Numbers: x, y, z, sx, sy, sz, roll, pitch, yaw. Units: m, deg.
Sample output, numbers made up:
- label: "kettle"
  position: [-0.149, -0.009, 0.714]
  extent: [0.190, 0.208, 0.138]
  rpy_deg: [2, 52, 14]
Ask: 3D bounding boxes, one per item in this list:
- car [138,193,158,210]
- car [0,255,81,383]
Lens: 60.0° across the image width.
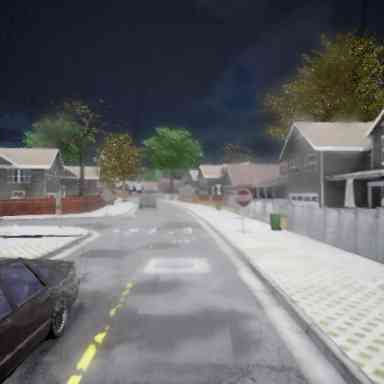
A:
- label: "car"
  position: [-5.677, 1.236, 42.846]
  extent: [2.150, 2.045, 5.566]
  rpy_deg: [0, 2, -8]
- label: "car"
  position: [-2.894, 1.544, 3.768]
  extent: [2.033, 1.411, 5.357]
  rpy_deg: [0, 0, -1]
